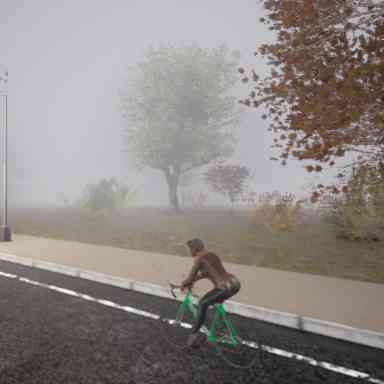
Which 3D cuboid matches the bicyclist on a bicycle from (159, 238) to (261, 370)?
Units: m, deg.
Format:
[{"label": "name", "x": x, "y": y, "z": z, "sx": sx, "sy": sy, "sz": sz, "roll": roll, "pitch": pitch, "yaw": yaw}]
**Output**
[{"label": "bicyclist on a bicycle", "x": 0.172, "y": 1.460, "z": 4.515, "sx": 1.656, "sy": 1.620, "sz": 0.582, "roll": 0, "pitch": 0, "yaw": 35}]
